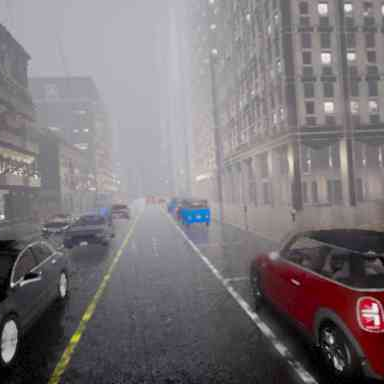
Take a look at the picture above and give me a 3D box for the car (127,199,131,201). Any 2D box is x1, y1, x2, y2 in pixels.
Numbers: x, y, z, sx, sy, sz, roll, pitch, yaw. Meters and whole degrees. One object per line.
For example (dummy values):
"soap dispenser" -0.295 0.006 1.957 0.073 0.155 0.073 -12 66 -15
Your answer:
"car" -13.840 2.403 65.937 1.947 1.339 4.313 -4 0 -7

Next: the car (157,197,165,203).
"car" -8.396 2.073 89.410 1.947 1.339 4.313 -4 0 -7

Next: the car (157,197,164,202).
"car" -9.108 2.137 95.014 1.802 1.307 4.206 -4 0 -7

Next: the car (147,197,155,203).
"car" -10.673 1.978 85.923 1.837 1.490 4.892 -4 0 -7

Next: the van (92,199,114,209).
"van" -10.287 1.959 37.921 1.690 1.788 3.998 -3 0 -7

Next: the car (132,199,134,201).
"car" -15.961 2.499 82.578 1.752 1.417 4.829 -4 0 -7

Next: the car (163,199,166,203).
"car" -1.977 1.668 38.981 1.947 1.339 4.313 -3 0 -7

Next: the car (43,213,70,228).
"car" -8.134 2.042 21.112 2.008 1.369 4.403 -3 0 -7

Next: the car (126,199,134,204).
"car" -17.407 2.615 93.954 1.887 1.381 4.507 -4 0 -7

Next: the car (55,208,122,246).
"car" -4.992 1.845 16.904 2.033 1.411 5.357 -4 0 -7

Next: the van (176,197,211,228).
"van" 0.150 1.317 22.171 1.690 1.788 3.998 -3 0 -7

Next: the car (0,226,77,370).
"car" -3.598 1.723 5.923 1.837 1.490 4.892 -4 0 -7

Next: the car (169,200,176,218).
"car" -0.550 1.568 27.775 2.008 1.369 4.403 -3 0 -7

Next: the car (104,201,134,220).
"car" -6.855 1.933 31.764 1.812 1.442 4.674 -4 0 -7

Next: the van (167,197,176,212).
"van" -1.276 1.401 33.378 1.690 1.788 3.998 -3 0 -7

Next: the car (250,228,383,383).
"car" 2.297 1.293 5.362 1.967 1.590 4.097 -3 0 -7

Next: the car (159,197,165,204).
"car" -6.969 1.995 78.203 1.802 1.307 4.206 -4 0 -7

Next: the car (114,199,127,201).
"car" -12.429 2.064 54.731 2.192 1.841 5.009 -4 0 -7

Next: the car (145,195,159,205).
"car" -9.369 1.777 75.617 2.150 2.045 5.566 -4 0 -7
